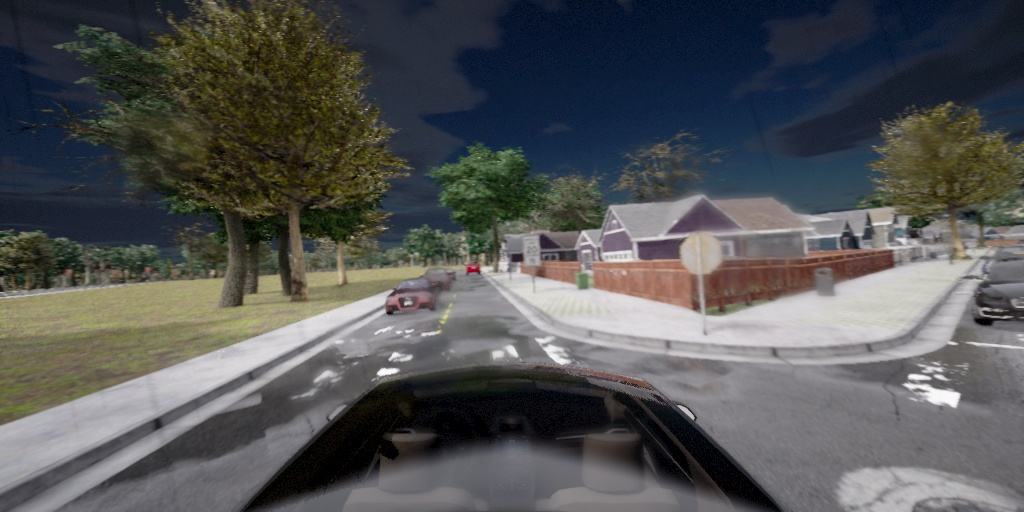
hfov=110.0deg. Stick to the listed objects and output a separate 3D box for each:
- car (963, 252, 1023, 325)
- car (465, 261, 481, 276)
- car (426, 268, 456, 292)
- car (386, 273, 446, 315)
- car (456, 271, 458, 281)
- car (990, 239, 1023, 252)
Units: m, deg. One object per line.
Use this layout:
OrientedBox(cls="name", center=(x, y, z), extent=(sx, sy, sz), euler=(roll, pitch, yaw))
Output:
OrientedBox(cls="car", center=(12.506, 0.756, 8.464), extent=(4.892, 1.490, 1.837), euler=(-2, -2, -34))
OrientedBox(cls="car", center=(-5.990, 1.883, 55.510), extent=(2.150, 2.045, 5.566), euler=(-4, 0, -7))
OrientedBox(cls="car", center=(-5.499, 1.691, 26.234), extent=(2.097, 1.767, 4.553), euler=(-4, -1, -7))
OrientedBox(cls="car", center=(-4.295, 1.713, 16.083), extent=(1.994, 1.385, 4.181), euler=(-4, -1, -6))
OrientedBox(cls="car", center=(-6.926, 2.091, 38.620), extent=(1.812, 1.442, 4.674), euler=(-4, 0, -7))
OrientedBox(cls="car", center=(20.550, 0.306, 14.323), extent=(4.553, 1.767, 2.097), euler=(-2, -2, -36))
